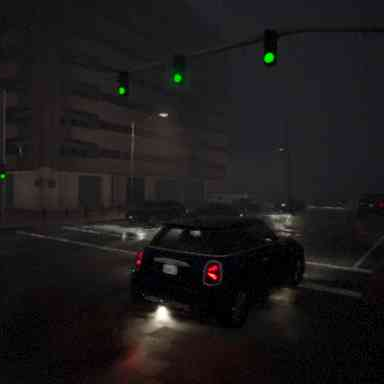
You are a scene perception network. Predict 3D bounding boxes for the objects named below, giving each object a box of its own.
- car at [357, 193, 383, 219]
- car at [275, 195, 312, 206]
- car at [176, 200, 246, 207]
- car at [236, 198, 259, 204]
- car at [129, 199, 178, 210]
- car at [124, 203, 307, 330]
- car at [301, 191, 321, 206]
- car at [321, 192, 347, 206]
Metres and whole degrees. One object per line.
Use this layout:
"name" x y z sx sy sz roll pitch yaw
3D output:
"car" 15.421 1.143 27.971 2.150 2.045 5.566 1 1 35
"car" 9.422 1.329 31.789 2.033 1.411 5.357 1 1 35
"car" 1.262 1.368 20.175 1.994 1.385 4.181 1 1 35
"car" 4.775 1.282 31.260 1.994 1.385 4.181 1 1 35
"car" -2.179 1.243 21.364 1.837 1.490 4.892 1 1 35
"car" 0.860 1.301 7.246 2.097 1.767 4.553 2 1 35
"car" 17.588 0.906 49.324 2.150 2.045 5.566 1 1 35
"car" 20.754 1.033 47.736 2.150 2.045 5.566 1 1 35
